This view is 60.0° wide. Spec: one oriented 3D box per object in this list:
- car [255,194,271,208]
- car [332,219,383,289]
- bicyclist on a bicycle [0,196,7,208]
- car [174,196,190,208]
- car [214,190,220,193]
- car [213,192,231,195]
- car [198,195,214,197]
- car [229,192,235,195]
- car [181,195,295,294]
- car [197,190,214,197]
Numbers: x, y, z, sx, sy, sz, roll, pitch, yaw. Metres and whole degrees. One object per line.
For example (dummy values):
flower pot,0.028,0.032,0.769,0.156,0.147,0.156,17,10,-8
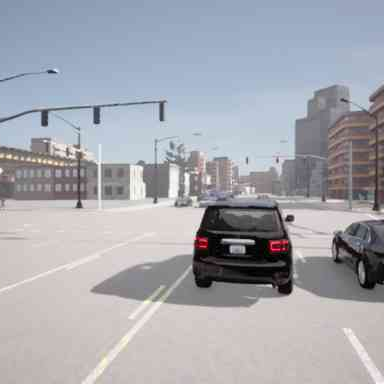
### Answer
car,9.710,1.177,45.604,2.097,1.767,4.553,0,1,12
car,5.127,1.498,8.962,1.837,1.490,4.892,0,0,11
bicyclist on a bicycle,-23.709,1.277,41.576,0.582,1.620,1.656,0,0,10
car,-1.146,1.350,45.860,2.128,1.511,4.902,0,1,12
car,5.406,0.518,77.487,2.150,2.045,5.566,0,1,12
car,5.433,1.212,60.465,1.895,1.301,4.718,0,1,12
car,2.135,1.467,44.445,1.895,1.301,4.718,0,1,12
car,8.643,0.823,75.843,1.837,1.490,4.892,0,1,12
car,1.566,1.215,9.093,2.150,2.045,5.566,0,0,15
car,2.213,0.946,62.128,2.097,1.767,4.553,0,1,12
